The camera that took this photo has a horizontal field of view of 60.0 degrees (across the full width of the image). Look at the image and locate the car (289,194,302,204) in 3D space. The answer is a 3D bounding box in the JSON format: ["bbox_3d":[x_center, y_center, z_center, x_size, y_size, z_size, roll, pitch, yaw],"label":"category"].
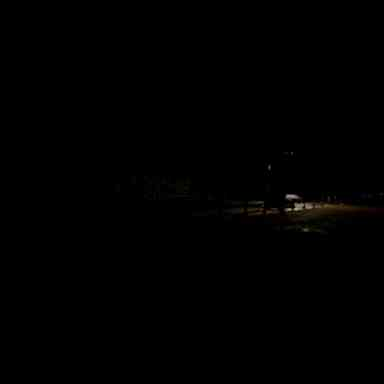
[{"bbox_3d":[14.831,1.087,49.659,2.033,1.411,5.357,4,2,36],"label":"car"}]

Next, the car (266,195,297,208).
[{"bbox_3d":[10.160,1.274,38.716,1.895,1.301,4.718,4,2,36],"label":"car"}]
